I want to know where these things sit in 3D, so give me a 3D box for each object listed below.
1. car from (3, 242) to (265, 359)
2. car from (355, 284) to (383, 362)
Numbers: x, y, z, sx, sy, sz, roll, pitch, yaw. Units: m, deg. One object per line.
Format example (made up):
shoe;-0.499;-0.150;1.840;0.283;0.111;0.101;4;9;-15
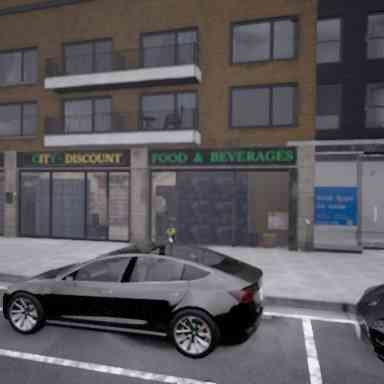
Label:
car;-0.966;1.543;5.566;4.313;1.339;1.947;0;1;16
car;4.415;1.558;4.069;4.313;1.339;1.947;0;1;16
